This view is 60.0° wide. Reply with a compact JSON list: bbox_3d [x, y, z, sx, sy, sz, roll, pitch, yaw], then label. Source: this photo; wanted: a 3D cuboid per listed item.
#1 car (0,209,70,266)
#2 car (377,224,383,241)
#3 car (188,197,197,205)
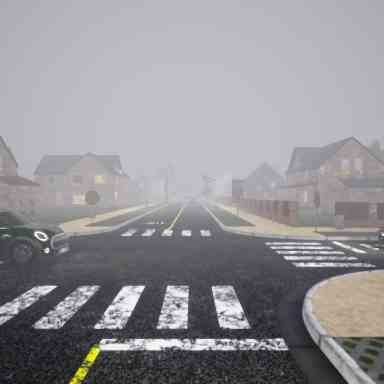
[{"bbox_3d":[-6.527,1.337,11.055,4.553,1.767,2.097,0,0,0],"label":"car"},{"bbox_3d":[10.485,1.572,14.034,4.892,1.490,1.837,0,0,0],"label":"car"},{"bbox_3d":[0.071,1.782,65.930,2.033,1.411,5.357,0,0,0],"label":"car"}]
